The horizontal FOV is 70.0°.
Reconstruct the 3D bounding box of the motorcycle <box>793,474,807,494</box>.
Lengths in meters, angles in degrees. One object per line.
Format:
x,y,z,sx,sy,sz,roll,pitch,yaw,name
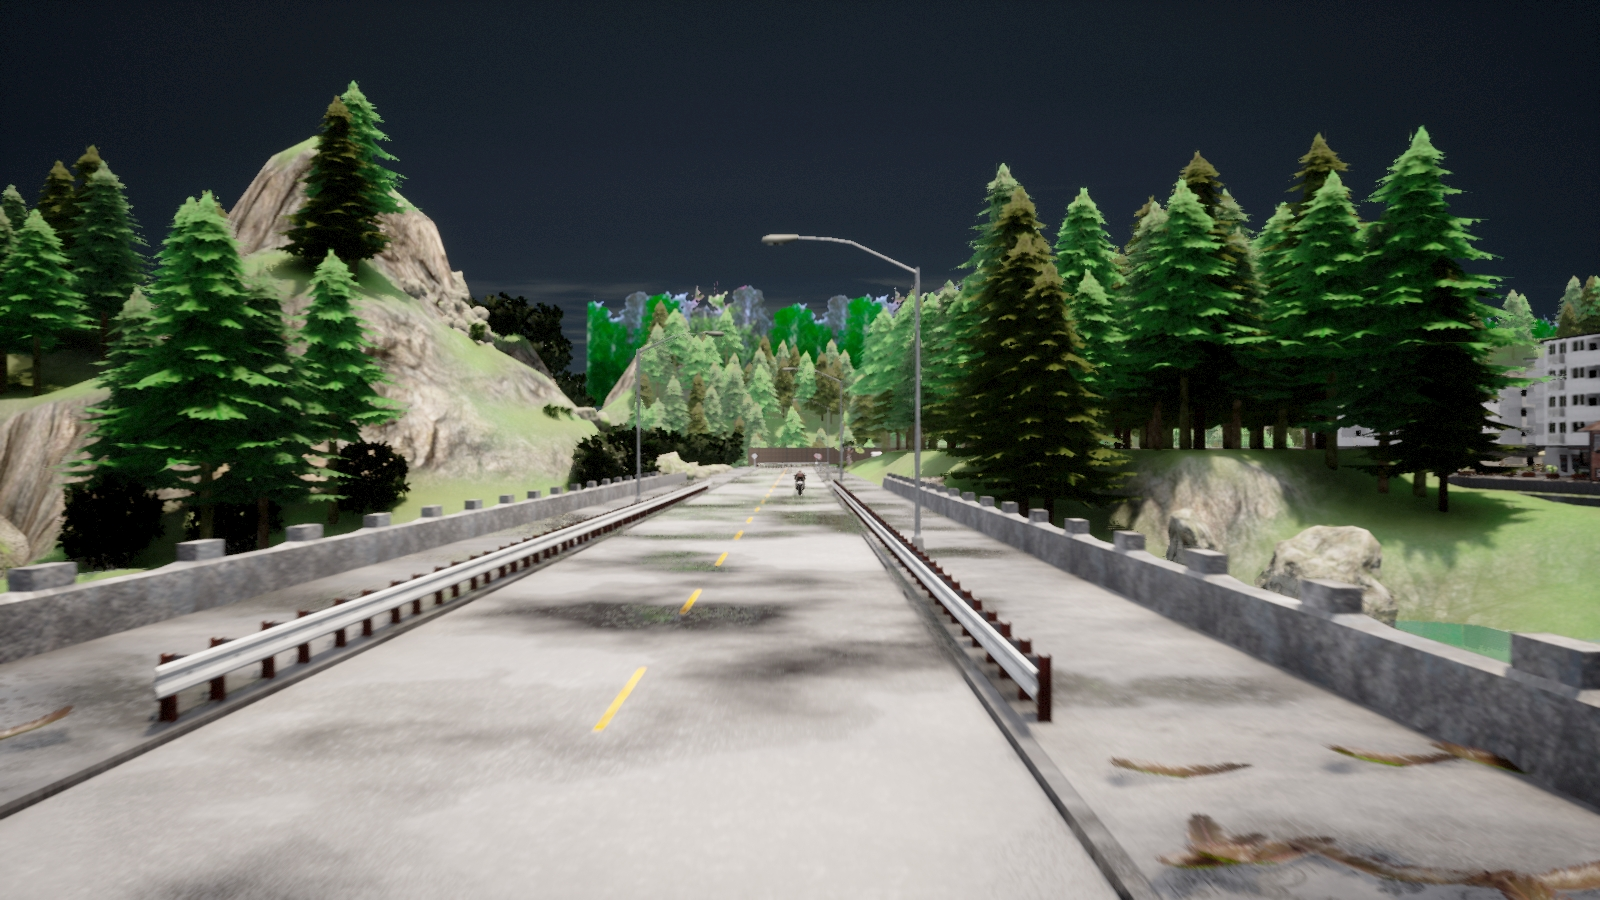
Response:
0.011,2.205,73.844,0.867,1.251,2.209,0,0,0,motorcycle
